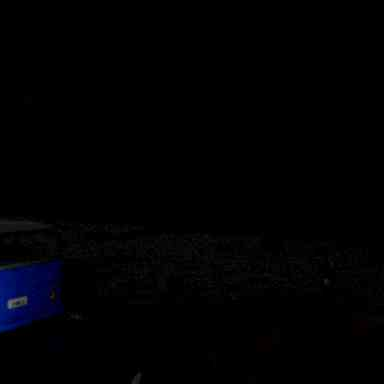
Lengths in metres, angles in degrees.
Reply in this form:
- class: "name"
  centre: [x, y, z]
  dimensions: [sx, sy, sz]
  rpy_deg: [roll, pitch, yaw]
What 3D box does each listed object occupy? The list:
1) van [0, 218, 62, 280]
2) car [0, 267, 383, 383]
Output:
- class: "van"
  centre: [-3.977, 1.328, 5.807]
  dimensions: [3.998, 1.788, 1.690]
  rpy_deg: [0, 0, 36]
- class: "car"
  centre: [0.587, 1.543, 2.547]
  dimensions: [4.507, 1.381, 1.887]
  rpy_deg: [0, 0, 36]
